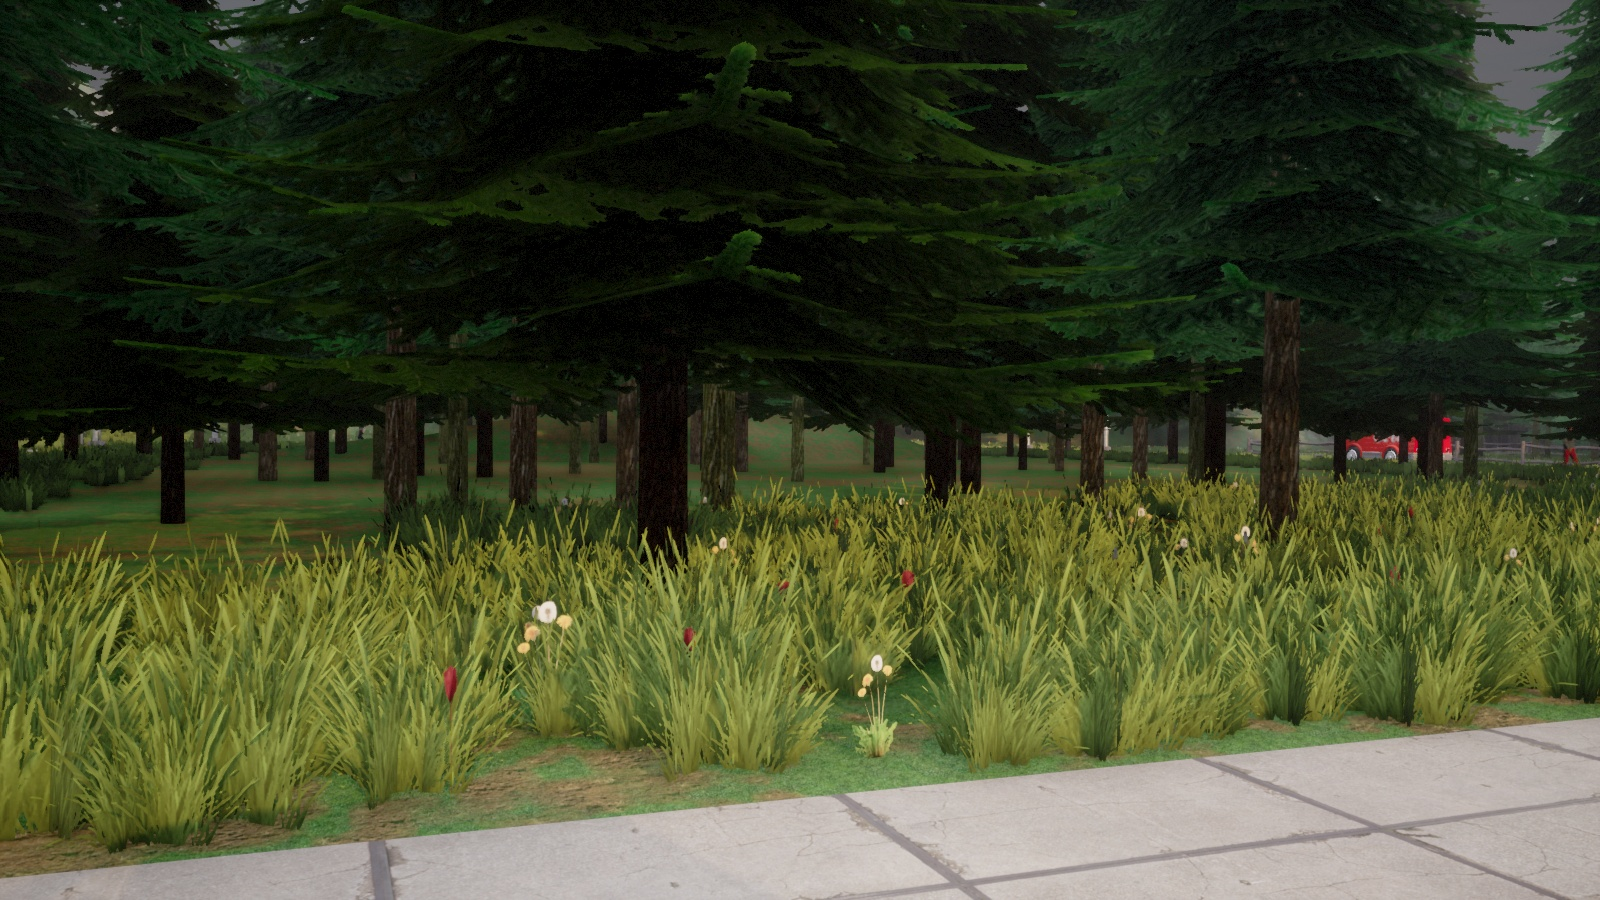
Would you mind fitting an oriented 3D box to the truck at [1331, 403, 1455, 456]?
[{"bbox_3d":[29.090,-1.033,61.831,2.627,2.467,5.204,-1,1,-20],"label":"truck"}]

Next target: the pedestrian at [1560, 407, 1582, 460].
[{"bbox_3d":[27.029,-0.575,44.020,0.353,1.847,0.614,-1,1,-9],"label":"pedestrian"}]
